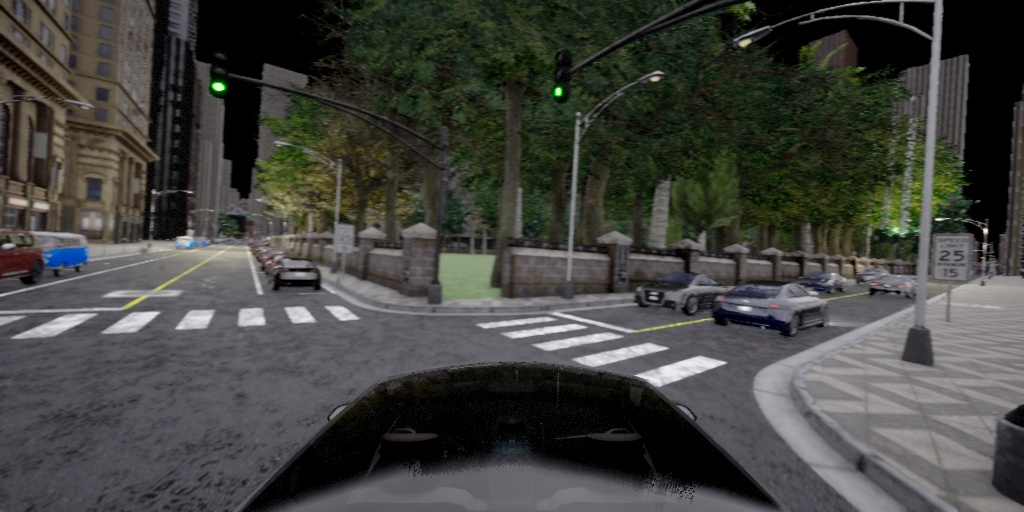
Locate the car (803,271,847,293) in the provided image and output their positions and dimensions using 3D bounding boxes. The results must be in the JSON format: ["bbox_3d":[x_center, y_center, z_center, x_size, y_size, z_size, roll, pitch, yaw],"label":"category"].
[{"bbox_3d":[21.161,1.768,24.482,5.357,1.411,2.033,2,1,-36],"label":"car"}]

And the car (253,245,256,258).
[{"bbox_3d":[-22.655,-0.112,33.323,1.802,1.307,4.207,0,0,-37],"label":"car"}]

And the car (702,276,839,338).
[{"bbox_3d":[7.850,1.432,10.801,4.181,1.385,1.994,2,1,-36],"label":"car"}]

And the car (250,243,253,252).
[{"bbox_3d":[-29.126,-0.548,42.012,1.948,1.339,4.313,0,0,-37],"label":"car"}]

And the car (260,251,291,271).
[{"bbox_3d":[-12.949,0.511,20.291,1.802,1.307,4.207,0,0,-37],"label":"car"}]

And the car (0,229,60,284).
[{"bbox_3d":[-16.546,0.052,10.864,2.192,1.841,5.009,0,0,-37],"label":"car"}]

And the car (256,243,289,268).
[{"bbox_3d":[-16.185,0.162,24.636,1.967,1.591,4.097,0,0,-37],"label":"car"}]

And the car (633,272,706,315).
[{"bbox_3d":[6.570,1.337,13.698,4.181,1.385,1.994,2,1,-36],"label":"car"}]

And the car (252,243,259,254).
[{"bbox_3d":[-25.891,-0.358,37.667,1.888,1.381,4.507,0,0,-37],"label":"car"}]

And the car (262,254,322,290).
[{"bbox_3d":[-9.714,0.700,15.948,1.948,1.339,4.313,0,0,-37],"label":"car"}]

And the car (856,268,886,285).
[{"bbox_3d":[34.616,1.953,34.294,4.902,1.511,2.128,2,1,-36],"label":"car"}]

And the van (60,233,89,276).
[{"bbox_3d":[-19.781,-0.127,15.208,1.690,1.789,3.998,0,0,-37],"label":"van"}]

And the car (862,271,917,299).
[{"bbox_3d":[25.236,1.947,23.647,5.357,1.411,2.033,2,1,-36],"label":"car"}]

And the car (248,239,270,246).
[{"bbox_3d":[-32.361,-1.010,46.356,2.192,1.841,5.009,0,0,-37],"label":"car"}]
